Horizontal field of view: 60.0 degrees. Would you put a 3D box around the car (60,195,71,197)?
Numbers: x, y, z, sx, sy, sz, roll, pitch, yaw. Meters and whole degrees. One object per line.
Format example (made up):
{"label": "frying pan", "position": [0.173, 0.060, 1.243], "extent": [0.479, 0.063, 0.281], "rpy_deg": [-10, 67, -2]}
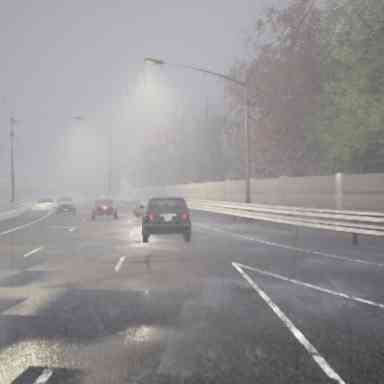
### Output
{"label": "car", "position": [-24.703, 1.371, 64.503], "extent": [1.837, 1.490, 4.892], "rpy_deg": [-1, 0, -39]}

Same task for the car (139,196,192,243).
{"label": "car", "position": [-1.363, 1.189, 16.315], "extent": [2.150, 2.045, 5.566], "rpy_deg": [0, 0, -8]}

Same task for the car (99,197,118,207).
{"label": "car", "position": [-13.118, 1.537, 52.372], "extent": [1.994, 1.385, 4.181], "rpy_deg": [-1, 0, -27]}

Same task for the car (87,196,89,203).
{"label": "car", "position": [-17.165, 1.551, 60.181], "extent": [1.994, 1.385, 4.181], "rpy_deg": [-1, 0, -26]}

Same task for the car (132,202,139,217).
{"label": "car", "position": [-4.359, 1.520, 30.412], "extent": [1.994, 1.385, 4.181], "rpy_deg": [-1, 0, -15]}

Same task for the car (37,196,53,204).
{"label": "car", "position": [-27.537, 1.464, 62.451], "extent": [1.812, 1.442, 4.674], "rpy_deg": [-1, 0, -39]}

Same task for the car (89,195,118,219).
{"label": "car", "position": [-7.653, 1.340, 29.231], "extent": [2.097, 1.767, 4.553], "rpy_deg": [-1, 0, -15]}

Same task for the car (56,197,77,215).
{"label": "car", "position": [-13.004, 1.545, 34.539], "extent": [1.812, 1.442, 4.674], "rpy_deg": [-1, 0, -19]}
